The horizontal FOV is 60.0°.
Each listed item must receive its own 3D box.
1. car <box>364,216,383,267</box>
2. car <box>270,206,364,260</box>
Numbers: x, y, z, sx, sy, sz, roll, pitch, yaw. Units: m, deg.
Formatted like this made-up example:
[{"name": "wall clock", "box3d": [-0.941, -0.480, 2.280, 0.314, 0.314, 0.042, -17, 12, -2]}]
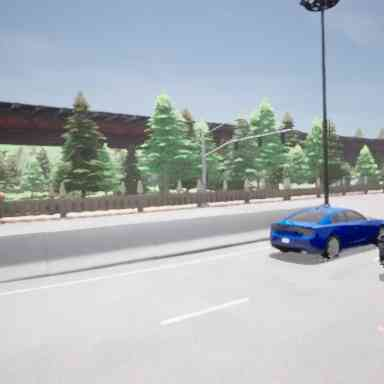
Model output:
[{"name": "car", "box3d": [6.716, 1.269, 8.607, 4.892, 1.490, 1.837, -1, 0, -35]}, {"name": "car", "box3d": [4.878, 1.238, 11.590, 5.008, 1.535, 1.882, -3, 2, -35]}]
